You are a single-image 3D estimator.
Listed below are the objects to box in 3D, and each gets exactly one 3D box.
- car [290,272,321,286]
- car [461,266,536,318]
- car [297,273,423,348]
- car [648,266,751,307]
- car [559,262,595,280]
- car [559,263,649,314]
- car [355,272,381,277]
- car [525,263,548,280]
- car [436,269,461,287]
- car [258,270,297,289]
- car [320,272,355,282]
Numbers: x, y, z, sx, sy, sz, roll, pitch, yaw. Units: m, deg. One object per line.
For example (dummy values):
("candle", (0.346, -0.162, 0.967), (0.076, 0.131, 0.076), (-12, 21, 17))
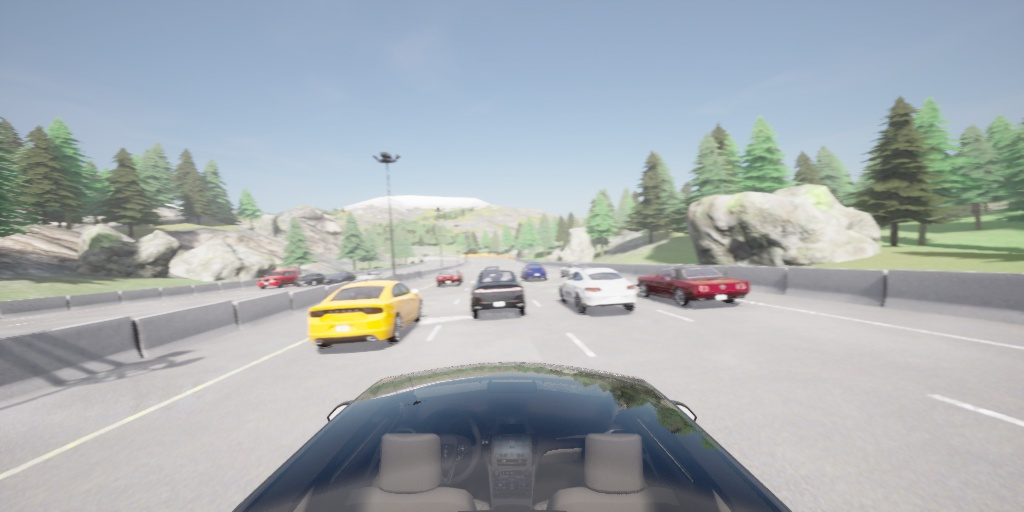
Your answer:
("car", (-23.497, 2.804, 42.112), (1.837, 1.490, 4.892), (-3, -1, -4))
("car", (-0.562, 1.297, 13.547), (2.128, 1.511, 4.902), (-3, 0, -4))
("car", (-3.855, 1.442, 10.273), (1.882, 1.535, 5.008), (-3, 0, -4))
("car", (6.451, 1.041, 13.516), (1.895, 1.301, 4.718), (-3, 0, -4))
("car", (5.382, 1.222, 30.251), (1.895, 1.301, 4.718), (-3, -1, -4))
("car", (2.971, 1.145, 13.118), (1.812, 1.442, 4.674), (-3, 0, -4))
("car", (-16.513, 2.553, 42.531), (1.895, 1.301, 4.718), (-3, -1, -4))
("car", (1.846, 1.337, 30.716), (1.812, 1.442, 4.674), (-3, -1, -4))
("car", (-5.115, 1.772, 30.091), (1.895, 1.301, 4.718), (-3, -1, -4))
("car", (-26.997, 2.711, 41.855), (2.150, 2.045, 5.566), (-3, -1, -4))
("car", (-20.008, 2.637, 42.337), (2.033, 1.411, 5.357), (-3, -1, -4))
